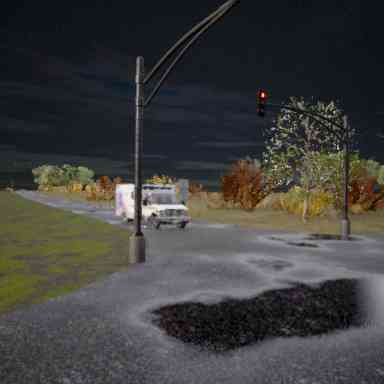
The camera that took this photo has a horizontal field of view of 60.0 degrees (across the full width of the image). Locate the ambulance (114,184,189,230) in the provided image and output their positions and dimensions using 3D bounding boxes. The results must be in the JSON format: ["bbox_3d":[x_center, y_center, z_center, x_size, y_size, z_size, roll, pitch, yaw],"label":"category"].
[{"bbox_3d":[-2.506,0.774,19.892,2.351,2.431,6.366,1,0,-32],"label":"ambulance"}]
